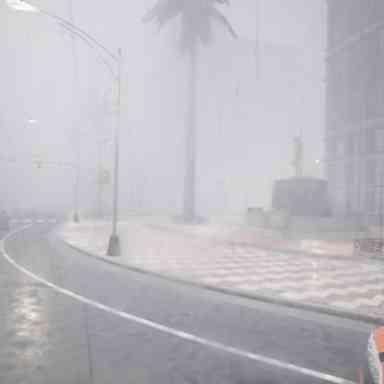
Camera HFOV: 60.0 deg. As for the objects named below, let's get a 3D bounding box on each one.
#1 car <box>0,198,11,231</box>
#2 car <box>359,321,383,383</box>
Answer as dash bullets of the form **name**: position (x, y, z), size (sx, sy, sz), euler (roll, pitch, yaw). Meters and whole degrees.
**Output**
- **car**: position (-11.621, 1.416, 18.552), size (2.097, 1.767, 4.553), euler (2, -1, -20)
- **car**: position (3.769, 1.497, 2.426), size (4.553, 1.767, 2.097), euler (1, -1, 25)
